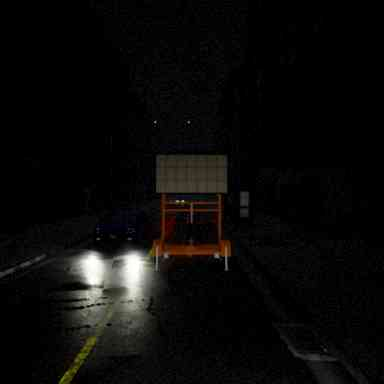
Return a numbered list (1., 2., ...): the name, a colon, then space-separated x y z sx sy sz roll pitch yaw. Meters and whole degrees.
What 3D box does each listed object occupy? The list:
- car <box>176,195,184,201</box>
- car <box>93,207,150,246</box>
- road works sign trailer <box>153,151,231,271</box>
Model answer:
1. car: -3.088 1.556 86.326 1.812 1.442 4.674 0 0 0
2. car: -3.115 1.483 15.538 1.882 1.535 5.008 0 0 0
3. road works sign trailer: -0.011 0.467 10.918 2.380 3.560 2.880 0 0 0
